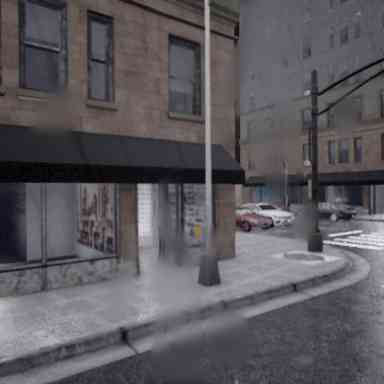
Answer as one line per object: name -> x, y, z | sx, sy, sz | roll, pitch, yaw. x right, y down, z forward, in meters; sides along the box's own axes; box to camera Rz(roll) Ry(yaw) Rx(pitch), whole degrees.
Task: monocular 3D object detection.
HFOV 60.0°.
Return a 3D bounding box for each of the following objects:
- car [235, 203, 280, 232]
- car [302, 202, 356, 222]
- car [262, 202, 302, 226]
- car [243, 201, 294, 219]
car -> 2.744, 1.512, 19.514 | 1.802, 1.307, 4.206 | -1, 0, -35
car -> 9.710, 1.399, 24.426 | 2.008, 1.369, 4.403 | -1, 0, -35
car -> 4.458, 1.438, 21.543 | 1.812, 1.442, 4.674 | -1, 0, -34
car -> 6.540, 1.485, 28.955 | 1.802, 1.307, 4.206 | -1, 0, -35
